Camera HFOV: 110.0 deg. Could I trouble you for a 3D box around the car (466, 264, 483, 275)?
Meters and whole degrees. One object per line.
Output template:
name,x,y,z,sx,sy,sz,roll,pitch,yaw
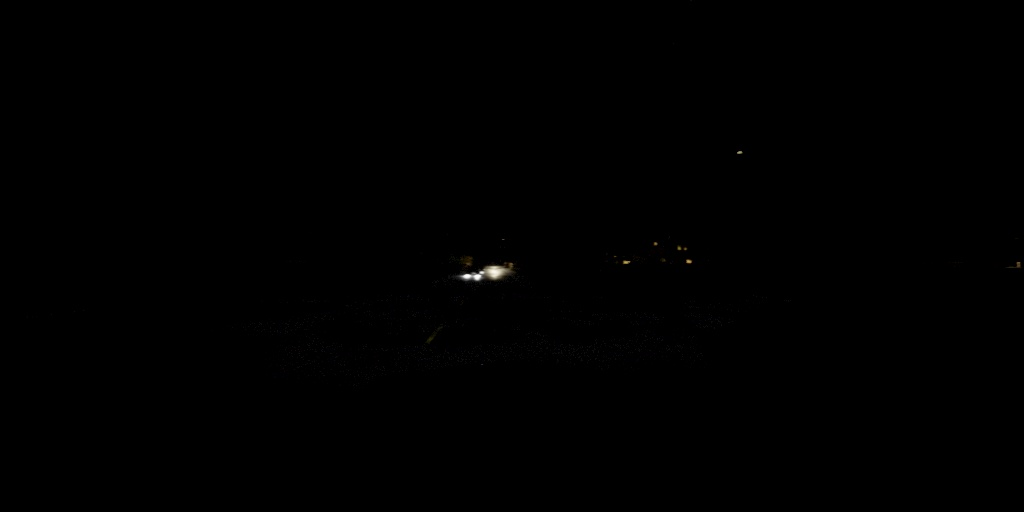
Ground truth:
car,-5.577,1.960,51.393,1.895,1.301,4.718,1,-1,-2
